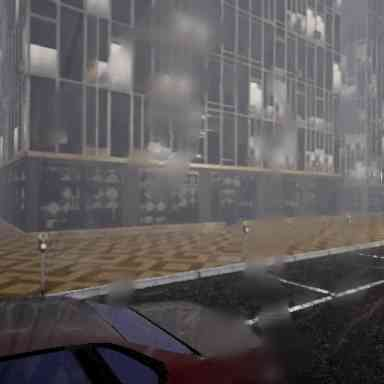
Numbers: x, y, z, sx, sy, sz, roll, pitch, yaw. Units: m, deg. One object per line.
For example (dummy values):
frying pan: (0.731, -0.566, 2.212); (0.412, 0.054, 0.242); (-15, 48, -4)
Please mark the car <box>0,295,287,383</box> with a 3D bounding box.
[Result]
car: (-1.710, 1.544, 2.036); (5.357, 1.411, 2.033); (1, 0, -35)
